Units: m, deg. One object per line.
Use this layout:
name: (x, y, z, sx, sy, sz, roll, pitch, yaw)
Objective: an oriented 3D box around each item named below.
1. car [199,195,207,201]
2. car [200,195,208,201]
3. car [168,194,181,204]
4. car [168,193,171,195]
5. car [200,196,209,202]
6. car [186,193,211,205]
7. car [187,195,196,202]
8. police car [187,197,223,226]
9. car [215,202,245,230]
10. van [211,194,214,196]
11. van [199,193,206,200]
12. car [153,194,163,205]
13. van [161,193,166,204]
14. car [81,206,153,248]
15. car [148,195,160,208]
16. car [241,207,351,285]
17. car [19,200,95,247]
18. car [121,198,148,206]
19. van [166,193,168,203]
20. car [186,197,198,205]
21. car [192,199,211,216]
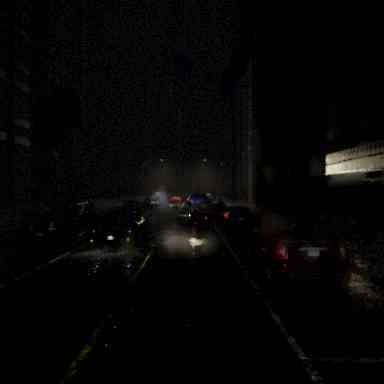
car: (2.743, 1.435, 82.807, 1.947, 1.339, 4.313, 0, 0, 0)
car: (2.744, 1.460, 77.166, 1.802, 1.307, 4.206, 0, 0, 0)
car: (-3.013, 1.503, 62.159, 1.895, 1.301, 4.718, 0, 0, 0)
car: (-5.780, 1.336, 65.878, 1.967, 1.590, 4.097, 0, 0, 0)
car: (2.745, 1.469, 71.525, 1.802, 1.307, 4.206, 0, 0, 0)
car: (0.693, 1.160, 39.151, 2.150, 2.045, 5.566, 0, 0, -1)
car: (-0.014, 1.392, 71.649, 1.895, 1.301, 4.718, 0, 0, 0)
police car: (0.839, 1.389, 23.244, 1.930, 1.638, 5.238, 0, 0, -1)
car: (2.755, 1.533, 20.759, 1.947, 1.339, 4.313, 0, 0, 0)
van: (2.748, 1.255, 54.603, 1.690, 1.788, 3.998, 0, 0, 0)
van: (2.741, 1.200, 88.447, 1.690, 1.788, 3.998, 0, 0, 0)
car: (-5.776, 1.449, 48.786, 1.752, 1.417, 4.829, 0, 0, 0)
van: (-5.778, 1.255, 54.596, 1.690, 1.788, 3.998, 0, 0, 0)
car: (-3.104, 1.541, 14.617, 1.994, 1.385, 4.181, 0, 0, 0)
car: (-5.774, 1.483, 43.315, 2.008, 1.369, 4.403, 0, 0, 0)
car: (2.757, 1.425, 9.477, 1.967, 1.590, 4.097, 0, 0, 0)
car: (-5.770, 1.291, 15.111, 2.192, 1.841, 5.009, 0, 0, 0)
car: (-5.772, 1.516, 32.034, 1.947, 1.339, 4.313, 0, 0, 0)
van: (-5.779, 1.246, 60.237, 1.690, 1.788, 3.998, 0, 0, 0)
car: (-0.011, 1.512, 56.290, 1.895, 1.301, 4.718, 0, 0, 0)
car: (0.893, 1.474, 33.143, 1.812, 1.442, 4.674, 0, 0, 0)
